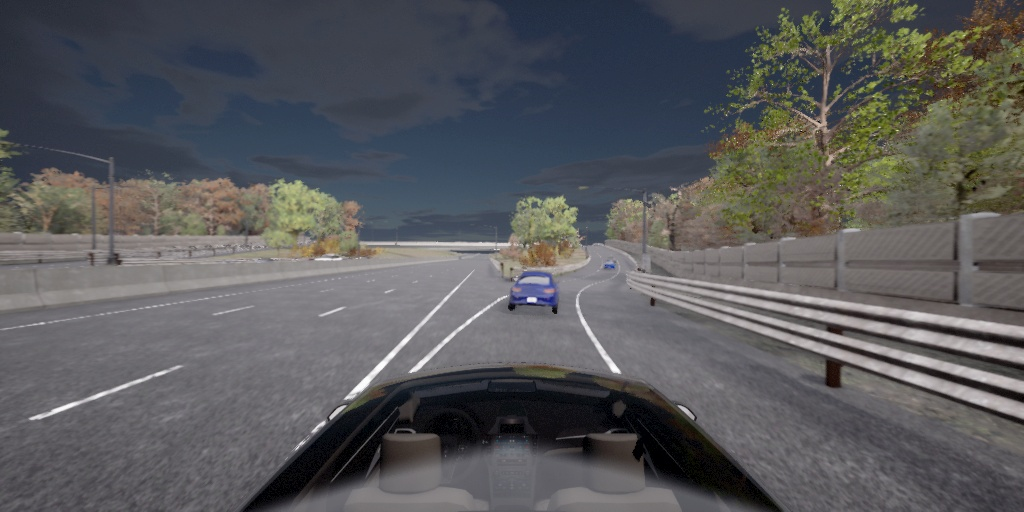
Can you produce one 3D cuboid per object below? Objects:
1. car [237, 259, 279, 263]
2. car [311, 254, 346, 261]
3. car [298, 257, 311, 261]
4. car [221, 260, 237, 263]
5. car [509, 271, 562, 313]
[{"bbox_3d":[-27.465,1.066,39.965,2.033,1.411,5.357,0,0,-3],"label":"car"},{"bbox_3d":[-28.485,0.743,55.871,2.150,2.045,5.566,1,0,-3],"label":"car"},{"bbox_3d":[-31.987,0.970,55.861,1.882,1.535,5.008,1,0,-3],"label":"car"},{"bbox_3d":[-30.913,1.089,39.085,1.895,1.301,4.718,0,0,-3],"label":"car"},{"bbox_3d":[1.014,1.336,14.583,1.812,1.442,4.674,2,0,8],"label":"car"}]
